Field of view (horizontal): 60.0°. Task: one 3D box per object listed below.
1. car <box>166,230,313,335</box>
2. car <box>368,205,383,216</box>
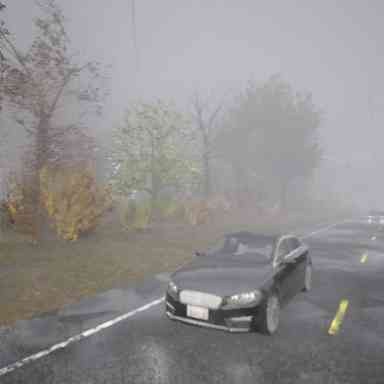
[{"bbox_3d":[1.325,1.631,7.228,2.128,1.511,4.902,0,-1,30],"label":"car"},{"bbox_3d":[25.526,2.536,45.789,1.812,1.442,4.674,-1,-1,34],"label":"car"}]
